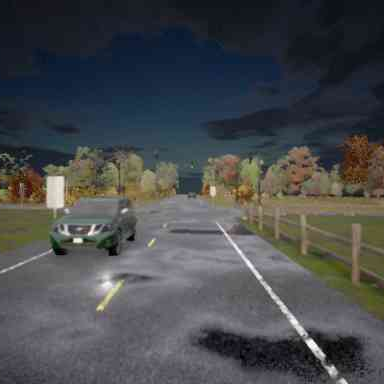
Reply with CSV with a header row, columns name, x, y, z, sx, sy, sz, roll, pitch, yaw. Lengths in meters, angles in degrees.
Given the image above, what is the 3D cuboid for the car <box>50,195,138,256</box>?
name,x,y,z,sx,sy,sz,roll,pitch,yaw
car,-3.582,1.171,13.249,2.150,2.045,5.566,0,0,0

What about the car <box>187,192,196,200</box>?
name,x,y,z,sx,sy,sz,roll,pitch,yaw
car,-0.007,0.931,88.147,2.150,2.045,5.566,0,0,0
